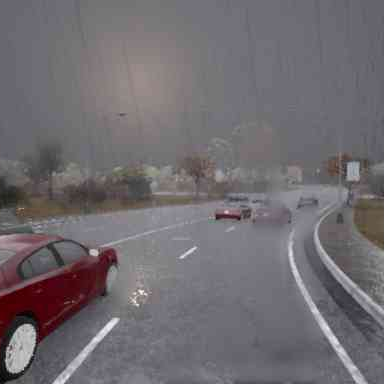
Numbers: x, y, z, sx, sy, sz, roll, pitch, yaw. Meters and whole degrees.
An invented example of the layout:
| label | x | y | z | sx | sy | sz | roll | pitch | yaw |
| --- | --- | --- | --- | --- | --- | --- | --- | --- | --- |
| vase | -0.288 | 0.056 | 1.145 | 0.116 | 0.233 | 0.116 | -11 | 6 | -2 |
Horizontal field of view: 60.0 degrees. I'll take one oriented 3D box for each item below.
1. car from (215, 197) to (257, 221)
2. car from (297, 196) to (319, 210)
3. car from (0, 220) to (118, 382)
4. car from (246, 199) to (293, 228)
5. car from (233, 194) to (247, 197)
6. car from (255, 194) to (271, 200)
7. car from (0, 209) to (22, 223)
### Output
| label | x | y | z | sx | sy | sz | roll | pitch | yaw |
| --- | --- | --- | --- | --- | --- | --- | --- | --- | --- |
| car | 3.242 | 1.369 | 25.230 | 1.994 | 1.385 | 4.181 | 1 | 1 | 24 |
| car | 13.252 | 1.170 | 37.871 | 2.128 | 1.511 | 4.902 | 1 | 1 | 27 |
| car | -2.775 | 1.424 | 5.477 | 1.882 | 1.535 | 5.008 | 0 | 0 | 7 |
| car | 5.257 | 1.414 | 21.381 | 2.033 | 1.411 | 5.357 | 1 | 1 | 23 |
| car | 6.945 | 0.981 | 49.111 | 1.895 | 1.301 | 4.718 | 1 | 2 | 27 |
| car | 9.980 | 1.001 | 47.359 | 1.994 | 1.385 | 4.181 | 1 | 2 | 27 |
| car | -6.037 | 1.257 | 8.241 | 2.097 | 1.767 | 4.553 | 0 | 1 | 10 |
